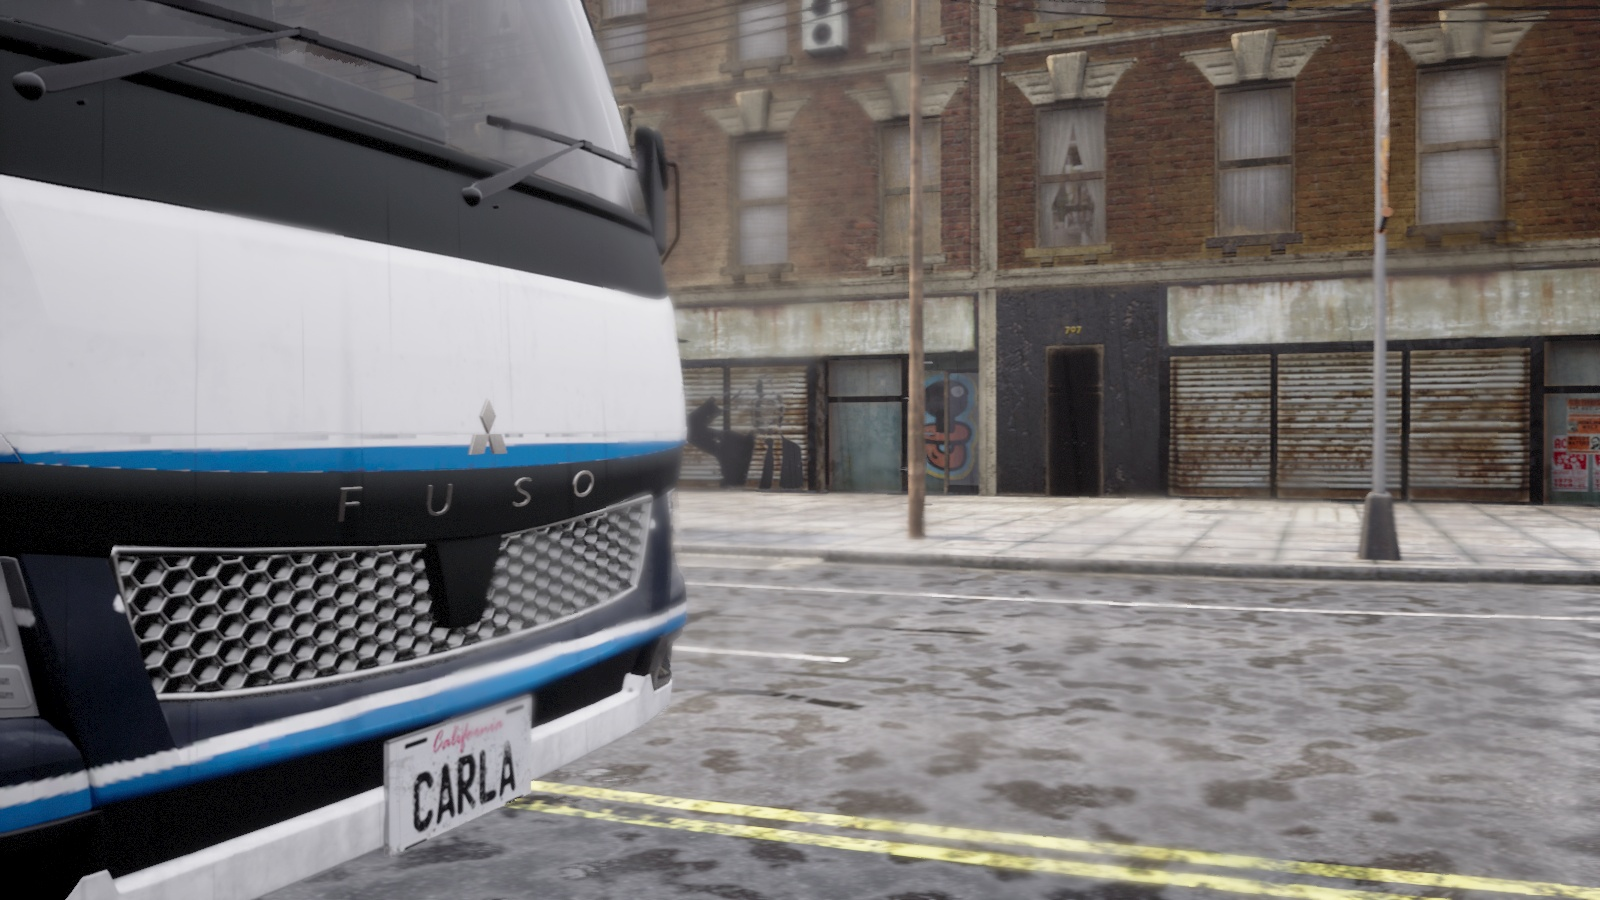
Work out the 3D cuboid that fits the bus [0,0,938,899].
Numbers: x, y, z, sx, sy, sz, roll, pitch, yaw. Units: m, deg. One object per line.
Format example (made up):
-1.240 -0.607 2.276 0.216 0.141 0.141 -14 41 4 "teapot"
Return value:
-4.966 -0.647 5.116 10.273 4.253 3.944 1 1 23 "bus"
